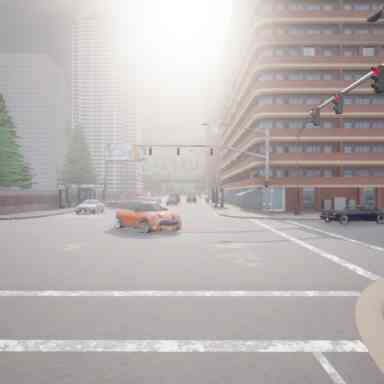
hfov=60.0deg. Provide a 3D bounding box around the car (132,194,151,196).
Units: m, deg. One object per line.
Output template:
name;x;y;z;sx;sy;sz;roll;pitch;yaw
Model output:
car;-7.160;1.478;49.305;1.882;1.535;5.008;0;0;0

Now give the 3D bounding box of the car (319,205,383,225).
car;11.393;1.545;23.237;4.718;1.301;1.895;0;0;-13

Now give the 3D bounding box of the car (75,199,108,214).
car;-10.644;1.526;34.975;1.812;1.442;4.674;0;0;2

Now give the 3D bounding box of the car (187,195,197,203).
car;-0.089;1.350;69.723;2.097;1.767;4.553;0;0;0

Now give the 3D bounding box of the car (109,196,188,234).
car;-2.606;1.332;19.122;2.097;1.767;4.553;0;0;-40

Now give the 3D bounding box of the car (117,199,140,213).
car;-7.133;1.526;37.812;1.812;1.442;4.674;0;0;0

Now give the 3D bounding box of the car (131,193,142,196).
car;-10.626;1.219;63.722;2.150;2.045;5.566;0;0;1

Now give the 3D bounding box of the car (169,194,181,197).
car;-3.473;1.547;58.226;2.033;1.411;5.357;0;0;0
